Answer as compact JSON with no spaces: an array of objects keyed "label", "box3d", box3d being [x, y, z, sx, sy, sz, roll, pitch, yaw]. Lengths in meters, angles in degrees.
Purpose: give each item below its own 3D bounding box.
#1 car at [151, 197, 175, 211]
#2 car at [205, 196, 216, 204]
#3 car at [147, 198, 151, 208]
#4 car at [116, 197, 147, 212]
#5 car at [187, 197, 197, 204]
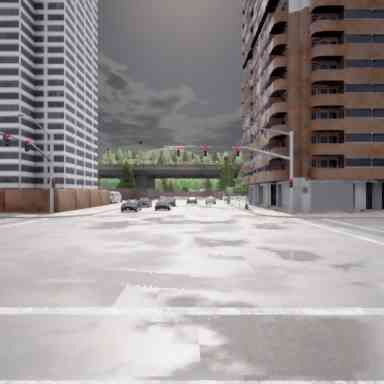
[{"label":"car","box3d":[-3.595,1.578,42.311,2.033,1.411,5.357,0,0,0]},{"label":"car","box3d":[3.505,1.572,63.172,1.812,1.442,4.674,0,0,0]},{"label":"car","box3d":[-7.085,1.584,49.794,2.033,1.411,5.357,0,0,0]},{"label":"car","box3d":[-7.096,1.576,39.441,2.033,1.411,5.357,0,0,0]},{"label":"car","box3d":[0.005,1.610,63.171,1.994,1.385,4.181,0,0,0]}]
